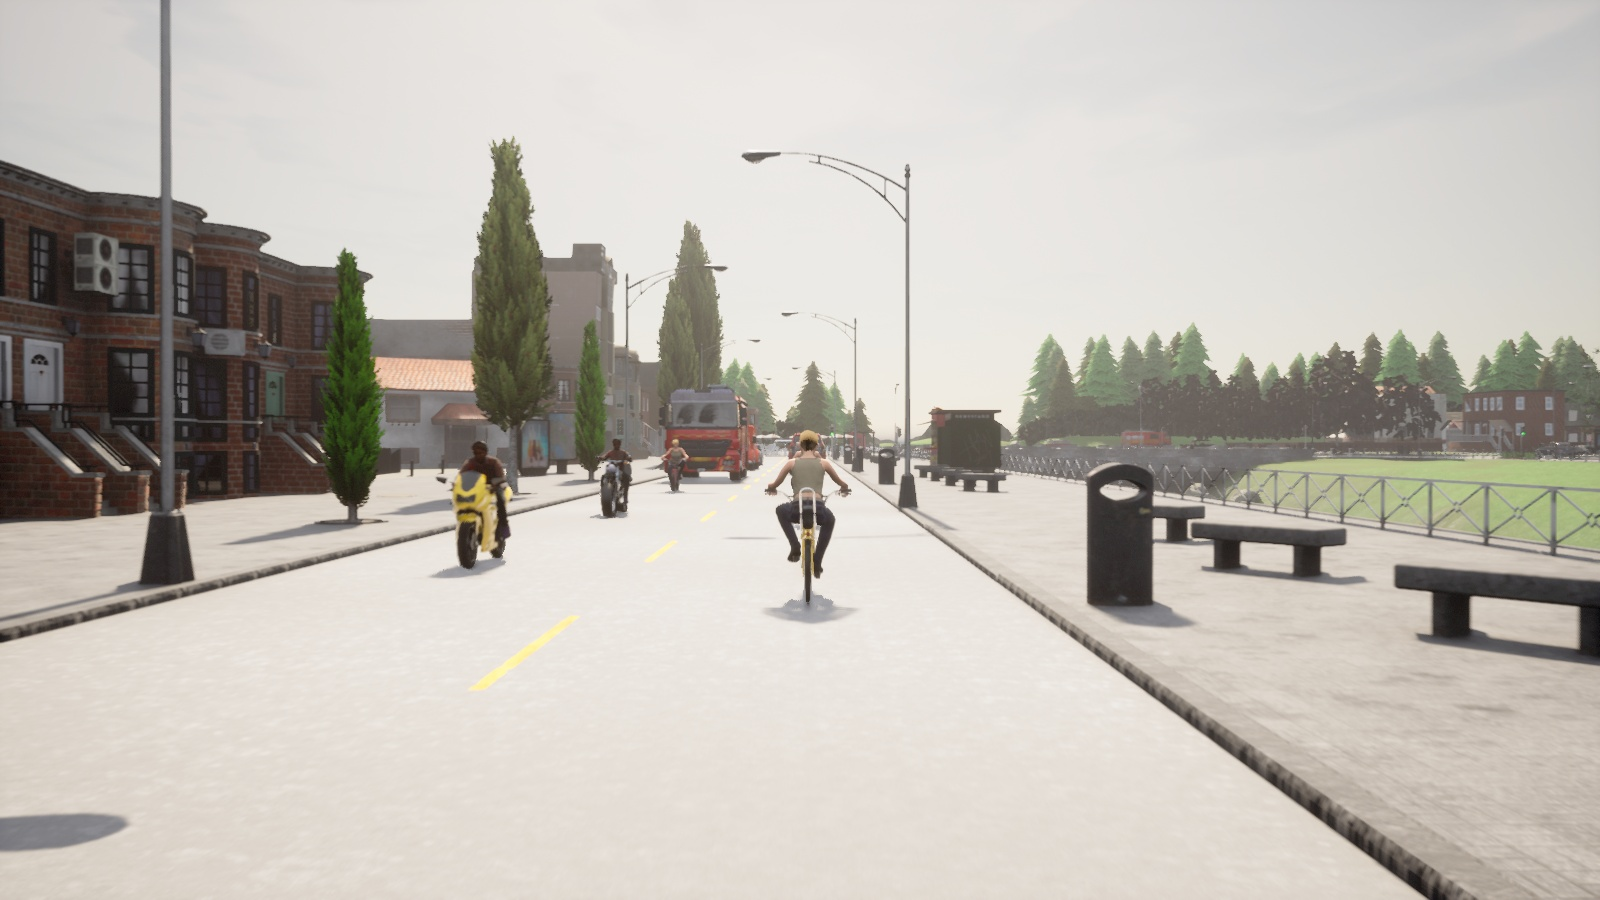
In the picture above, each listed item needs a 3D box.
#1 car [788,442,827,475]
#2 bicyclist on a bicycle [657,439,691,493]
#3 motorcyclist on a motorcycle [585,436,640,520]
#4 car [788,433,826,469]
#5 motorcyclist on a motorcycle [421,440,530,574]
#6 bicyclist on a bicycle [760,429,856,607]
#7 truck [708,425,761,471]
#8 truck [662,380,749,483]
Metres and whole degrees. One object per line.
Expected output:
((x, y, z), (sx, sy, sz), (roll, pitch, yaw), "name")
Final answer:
((0.346, 0.388, 59.823), (1.789, 1.549, 3.705), (0, 0, 0), "car")
((-3.775, 0.467, 37.860), (0.866, 1.612, 1.509), (0, 0, 0), "bicyclist on a bicycle")
((-3.841, 0.548, 25.939), (0.766, 1.649, 2.350), (0, 0, 0), "motorcyclist on a motorcycle")
((0.422, 0.051, 73.606), (2.150, 2.045, 5.566), (0, 0, 0), "car")
((-3.900, 0.639, 15.266), (0.797, 1.523, 2.044), (0, 0, 0), "motorcyclist on a motorcycle")
((0.078, 0.615, 12.122), (0.866, 1.612, 1.509), (0, 0, 1), "bicyclist on a bicycle")
((-3.599, -0.135, 69.608), (2.627, 2.467, 5.204), (0, 0, 0), "truck")
((-3.702, -0.709, 51.203), (2.891, 3.827, 8.468), (0, 0, 0), "truck")
